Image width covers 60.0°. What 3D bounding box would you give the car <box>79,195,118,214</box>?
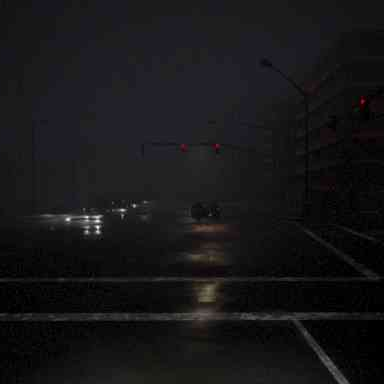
[{"bbox_3d":[-9.532,1.369,34.327,2.128,1.511,4.902,0,1,1],"label":"car"}]

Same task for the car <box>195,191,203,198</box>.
[{"bbox_3d":[1.574,0.609,75.772,1.837,1.490,4.892,0,1,1],"label":"car"}]

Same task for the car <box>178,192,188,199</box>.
[{"bbox_3d":[-1.924,0.741,75.859,2.033,1.411,5.357,0,1,1],"label":"car"}]

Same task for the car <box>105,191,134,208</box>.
[{"bbox_3d":[-9.418,1.106,43.368,2.097,1.767,4.553,0,1,1],"label":"car"}]

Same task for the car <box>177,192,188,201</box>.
[{"bbox_3d":[-1.958,0.917,65.208,2.033,1.411,5.357,0,1,1],"label":"car"}]

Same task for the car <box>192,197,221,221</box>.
[{"bbox_3d":[1.084,1.440,26.374,2.128,1.511,4.902,0,0,-5],"label":"car"}]

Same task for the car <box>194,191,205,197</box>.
[{"bbox_3d":[1.452,0.711,65.726,2.097,1.767,4.553,0,1,1],"label":"car"}]

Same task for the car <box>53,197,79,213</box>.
[{"bbox_3d":[-13.020,1.346,35.392,1.882,1.535,5.008,0,1,1],"label":"car"}]

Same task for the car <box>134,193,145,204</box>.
[{"bbox_3d":[-9.299,1.132,53.013,2.033,1.411,5.357,0,1,1],"label":"car"}]

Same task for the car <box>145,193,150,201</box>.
[{"bbox_3d":[-9.117,0.948,63.548,2.033,1.411,5.357,0,1,1],"label":"car"}]
